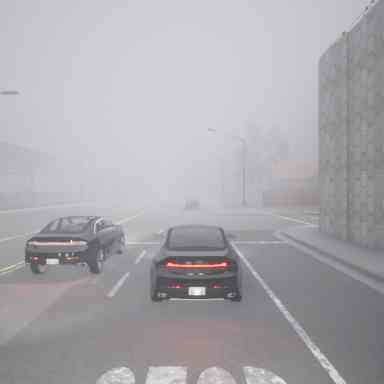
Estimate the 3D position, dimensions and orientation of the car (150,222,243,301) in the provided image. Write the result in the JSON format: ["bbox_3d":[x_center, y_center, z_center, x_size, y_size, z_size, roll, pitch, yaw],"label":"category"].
[{"bbox_3d":[0.085,1.505,8.300,1.837,1.490,4.892,0,0,0],"label":"car"}]

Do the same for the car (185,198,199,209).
[{"bbox_3d":[0.012,1.492,44.176,2.128,1.511,4.902,0,0,0],"label":"car"}]

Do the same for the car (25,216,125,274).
[{"bbox_3d":[-3.421,1.492,10.571,2.128,1.511,4.902,0,0,0],"label":"car"}]
